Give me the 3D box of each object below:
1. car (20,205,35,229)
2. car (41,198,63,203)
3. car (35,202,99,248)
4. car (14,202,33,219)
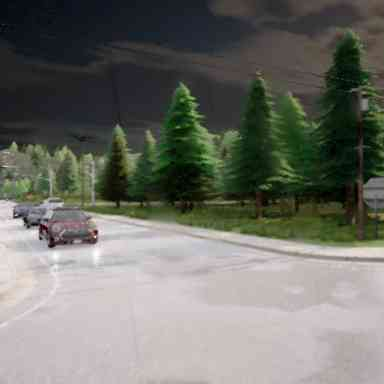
[{"bbox_3d":[-11.313,1.916,24.744,1.994,1.385,4.181,0,-1,-32],"label":"car"},{"bbox_3d":[-17.532,1.782,41.791,2.150,2.045,5.566,0,-1,-31],"label":"car"},{"bbox_3d":[-6.138,1.590,16.345,2.097,1.767,4.553,0,-1,-32],"label":"car"},{"bbox_3d":[-17.457,1.840,34.832,2.097,1.767,4.553,0,-1,-29],"label":"car"}]
